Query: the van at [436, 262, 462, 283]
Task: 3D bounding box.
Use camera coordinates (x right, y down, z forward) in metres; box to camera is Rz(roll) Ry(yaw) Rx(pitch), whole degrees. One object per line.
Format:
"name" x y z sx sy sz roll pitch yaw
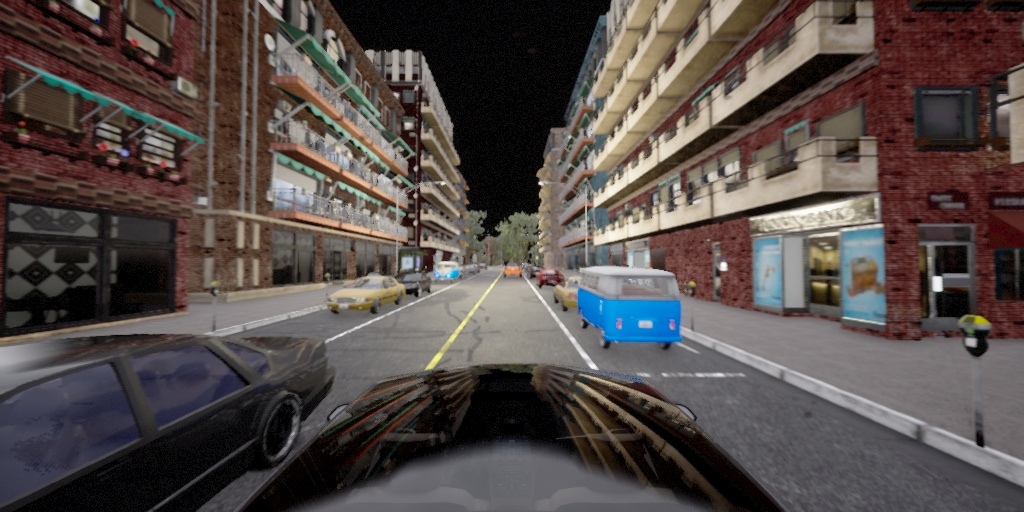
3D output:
"van" -5.698 1.400 31.413 1.690 1.789 3.998 0 0 0

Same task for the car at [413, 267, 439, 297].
"car" -5.695 1.509 20.272 1.948 1.339 4.313 0 0 0

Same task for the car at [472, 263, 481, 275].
"car" -5.702 1.784 48.126 2.007 1.370 4.403 0 0 0

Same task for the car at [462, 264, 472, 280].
"car" -5.699 1.668 36.983 2.007 1.370 4.403 0 0 0

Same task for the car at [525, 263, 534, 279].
"car" 2.648 1.683 36.947 1.948 1.339 4.313 0 0 0

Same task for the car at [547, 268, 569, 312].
"car" 2.695 1.410 14.834 1.751 1.417 4.829 0 0 0

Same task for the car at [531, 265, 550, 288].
"car" 2.664 1.546 25.805 1.888 1.381 4.507 0 0 0

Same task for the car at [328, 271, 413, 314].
"car" -5.693 1.411 14.531 1.751 1.417 4.829 0 0 0

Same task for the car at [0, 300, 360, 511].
"car" -3.102 1.302 2.142 2.033 1.411 5.357 0 -1 0

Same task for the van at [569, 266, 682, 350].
"van" 2.692 1.168 9.093 1.690 1.789 3.998 0 0 0

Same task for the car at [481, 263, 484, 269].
"car" -5.704 1.874 53.696 1.802 1.307 4.207 0 0 0

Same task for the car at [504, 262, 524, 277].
"car" 0.088 1.532 42.838 2.097 1.767 4.553 0 0 0
